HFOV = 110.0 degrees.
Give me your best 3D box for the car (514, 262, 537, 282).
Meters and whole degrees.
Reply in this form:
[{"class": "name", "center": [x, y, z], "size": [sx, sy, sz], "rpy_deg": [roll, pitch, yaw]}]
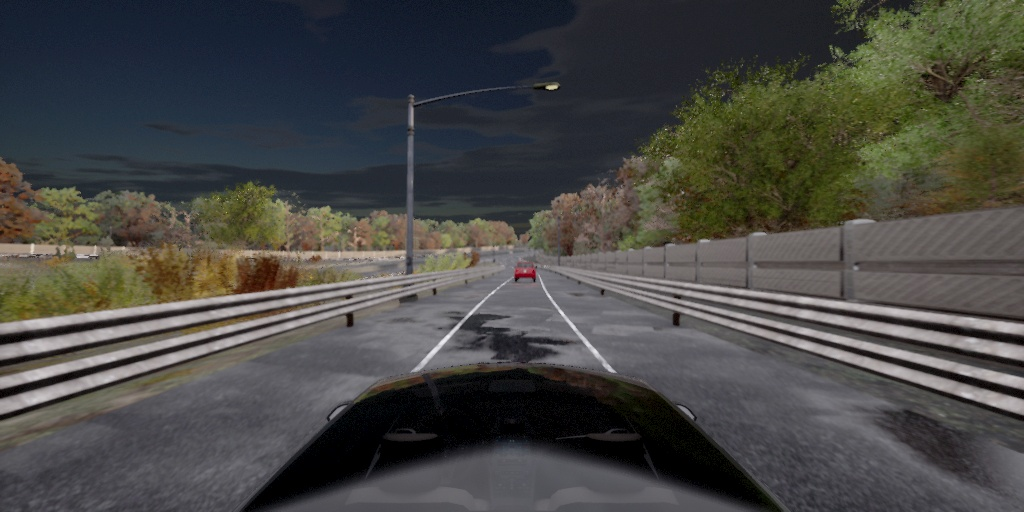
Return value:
[{"class": "car", "center": [1.391, 1.600, 37.080], "size": [2.150, 2.045, 5.566], "rpy_deg": [0, -1, 3]}]
